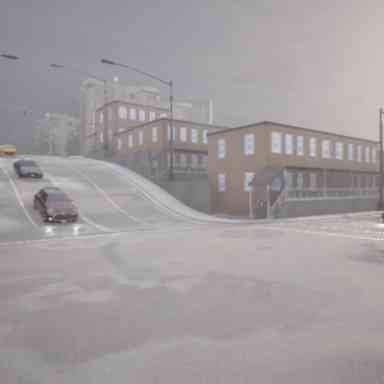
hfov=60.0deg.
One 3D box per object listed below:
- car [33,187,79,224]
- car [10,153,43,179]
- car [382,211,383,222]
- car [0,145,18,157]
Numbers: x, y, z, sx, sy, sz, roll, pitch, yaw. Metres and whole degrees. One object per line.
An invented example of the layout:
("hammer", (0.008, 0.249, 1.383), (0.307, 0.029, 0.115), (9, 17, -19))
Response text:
("car", (-9.495, 0.775, 23.179), (2.097, 1.767, 4.553), (0, 15, -37))
("car", (-15.113, -2.225, 30.725), (1.994, 1.385, 4.181), (0, 17, -36))
("car", (15.240, 1.384, 23.427), (4.674, 1.442, 1.812), (0, 0, -35))
("car", (-23.550, -5.289, 42.466), (1.882, 1.535, 5.008), (0, 8, -35))
